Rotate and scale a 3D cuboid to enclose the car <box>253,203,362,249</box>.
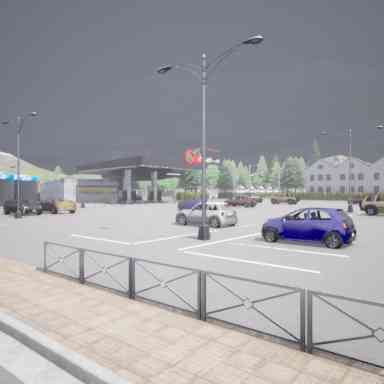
[{"bbox_3d":[4.642,1.374,13.620,3.633,1.501,1.845,0,0,40],"label":"car"}]

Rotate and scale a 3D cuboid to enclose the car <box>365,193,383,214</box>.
[{"bbox_3d":[18.159,1.077,30.328,3.866,1.878,1.905,0,0,40],"label":"car"}]

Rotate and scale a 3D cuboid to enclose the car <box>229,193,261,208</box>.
[{"bbox_3d":[6.459,1.298,44.563,4.514,1.523,2.007,0,0,40],"label":"car"}]

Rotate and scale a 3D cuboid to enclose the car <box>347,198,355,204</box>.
[{"bbox_3d":[27.100,1.298,52.637,4.514,1.523,2.007,0,0,40],"label":"car"}]

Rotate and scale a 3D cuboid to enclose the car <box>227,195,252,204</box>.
[{"bbox_3d":[8.416,1.361,59.079,3.806,1.475,1.970,0,0,40],"label":"car"}]

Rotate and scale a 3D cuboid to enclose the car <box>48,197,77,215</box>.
[{"bbox_3d":[-13.429,1.330,32.691,5.027,1.636,2.152,0,0,40],"label":"car"}]

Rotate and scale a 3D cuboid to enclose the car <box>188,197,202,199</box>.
[{"bbox_3d":[0.042,1.320,36.902,3.633,1.501,1.845,0,0,40],"label":"car"}]

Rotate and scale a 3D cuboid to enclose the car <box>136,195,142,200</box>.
[{"bbox_3d":[-14.799,1.480,83.388,2.242,1.667,4.611,0,0,40],"label":"car"}]

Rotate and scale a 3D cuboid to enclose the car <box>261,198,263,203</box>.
[{"bbox_3d":[11.010,1.077,61.247,3.866,1.878,1.905,0,0,40],"label":"car"}]

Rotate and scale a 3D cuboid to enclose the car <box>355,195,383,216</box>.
[{"bbox_3d":[16.620,1.097,27.830,4.605,1.855,1.932,0,0,40],"label":"car"}]

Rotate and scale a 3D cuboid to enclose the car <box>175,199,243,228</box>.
[{"bbox_3d":[0.837,1.384,20.654,3.806,1.475,1.970,0,0,40],"label":"car"}]

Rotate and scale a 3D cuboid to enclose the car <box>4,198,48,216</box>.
[{"bbox_3d":[-15.393,1.340,30.244,4.514,1.523,2.007,0,0,40],"label":"car"}]

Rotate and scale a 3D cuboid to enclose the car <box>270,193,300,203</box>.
[{"bbox_3d":[14.964,1.097,53.692,4.605,1.855,1.932,0,0,40],"label":"car"}]
